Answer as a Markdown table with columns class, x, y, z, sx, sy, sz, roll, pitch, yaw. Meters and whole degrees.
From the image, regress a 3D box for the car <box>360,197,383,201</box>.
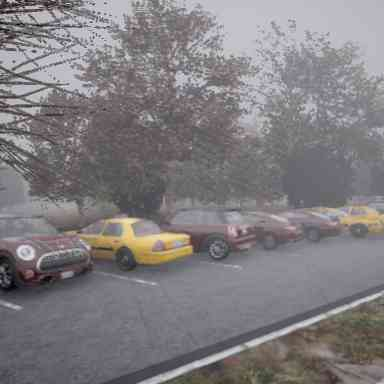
| class | x | y | z | sx | sy | sz | roll | pitch | yaw |
| --- | --- | --- | --- | --- | --- | --- | --- | --- | --- |
| car | 11.801 | 1.372 | 21.569 | 4.553 | 1.767 | 2.185 | -1 | -1 | 32 |

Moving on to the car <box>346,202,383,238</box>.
| class | x | y | z | sx | sy | sz | roll | pitch | yaw |
| --- | --- | --- | --- | --- | --- | --- | --- | --- | --- |
| car | 7.262 | 1.494 | 17.850 | 5.366 | 1.575 | 1.946 | -1 | -1 | 33 |

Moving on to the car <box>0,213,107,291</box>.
| class | x | y | z | sx | sy | sz | roll | pitch | yaw |
| --- | --- | --- | --- | --- | --- | --- | --- | --- | --- |
| car | -4.780 | 1.379 | 9.104 | 4.553 | 1.767 | 2.185 | -1 | -1 | 34 |

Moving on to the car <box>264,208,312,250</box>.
| class | x | y | z | sx | sy | sz | roll | pitch | yaw |
| --- | --- | --- | --- | --- | --- | --- | --- | --- | --- |
| car | 2.394 | 1.542 | 14.353 | 4.674 | 1.452 | 2.002 | -1 | -1 | 33 |

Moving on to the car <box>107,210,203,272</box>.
| class | x | y | z | sx | sy | sz | roll | pitch | yaw |
| --- | --- | --- | --- | --- | --- | --- | --- | --- | --- |
| car | -2.519 | 1.503 | 10.926 | 5.366 | 1.575 | 1.946 | -1 | 0 | 34 |

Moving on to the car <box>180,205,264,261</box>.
| class | x | y | z | sx | sy | sz | roll | pitch | yaw |
| --- | --- | --- | --- | --- | --- | --- | --- | --- | --- |
| car | 0.044 | 1.376 | 12.566 | 4.553 | 1.767 | 2.185 | -1 | -1 | 34 |

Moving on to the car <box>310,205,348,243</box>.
| class | x | y | z | sx | sy | sz | roll | pitch | yaw |
| --- | --- | --- | --- | --- | --- | --- | --- | --- | --- |
| car | 4.754 | 1.541 | 16.141 | 4.674 | 1.452 | 2.002 | -1 | -1 | 33 |
